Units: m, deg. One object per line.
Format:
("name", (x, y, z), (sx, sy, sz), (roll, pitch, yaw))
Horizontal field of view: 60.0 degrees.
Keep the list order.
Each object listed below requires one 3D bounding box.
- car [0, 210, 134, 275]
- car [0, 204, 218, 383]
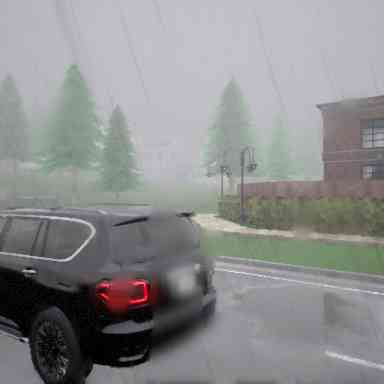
("car", (-4.485, 1.491, 11.308), (4.902, 1.511, 2.128), (0, 0, 35))
("car", (-2.255, 1.219, 5.502), (5.566, 2.045, 2.150), (0, 0, 35))
